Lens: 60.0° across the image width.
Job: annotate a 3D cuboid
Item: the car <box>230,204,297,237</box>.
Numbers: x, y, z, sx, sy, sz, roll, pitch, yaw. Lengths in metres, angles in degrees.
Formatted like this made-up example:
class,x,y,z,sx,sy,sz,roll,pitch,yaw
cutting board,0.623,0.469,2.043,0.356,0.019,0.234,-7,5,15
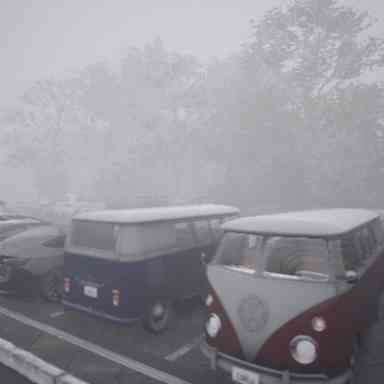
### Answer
class,x,y,z,sx,sy,sz,roll,pitch,yaw
car,4.334,1.556,19.519,2.163,1.488,4.792,0,0,35

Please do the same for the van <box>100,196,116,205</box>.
class,x,y,z,sx,sy,sz,roll,pitch,yaw
van,-4.635,1.279,26.078,1.878,1.987,4.442,0,0,35

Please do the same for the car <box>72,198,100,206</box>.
class,x,y,z,sx,sy,sz,roll,pitch,yaw
car,-6.856,1.491,27.743,1.946,1.575,5.366,0,0,35

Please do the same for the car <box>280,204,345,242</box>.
class,x,y,z,sx,sy,sz,roll,pitch,yaw
car,6.717,1.517,18.087,1.946,1.575,5.366,0,0,35

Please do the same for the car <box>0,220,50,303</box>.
class,x,y,z,sx,sy,sz,roll,pitch,yaw
car,-2.664,1.554,8.518,2.163,1.488,4.792,0,0,35

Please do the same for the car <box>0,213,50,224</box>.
class,x,y,z,sx,sy,sz,roll,pitch,yaw
car,-4.971,1.564,10.120,2.002,1.452,4.674,0,0,35

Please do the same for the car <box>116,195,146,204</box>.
class,x,y,z,sx,sy,sz,roll,pitch,yaw
car,-2.424,1.263,24.397,2.435,2.045,5.566,0,0,35

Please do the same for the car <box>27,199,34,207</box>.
class,x,y,z,sx,sy,sz,roll,pitch,yaw
car,-13.733,1.337,32.444,2.185,1.767,4.553,0,0,35

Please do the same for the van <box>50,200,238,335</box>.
class,x,y,z,sx,sy,sz,roll,pitch,yaw
van,-0.330,1.292,6.965,1.878,1.987,4.442,0,0,35

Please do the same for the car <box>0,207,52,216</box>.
class,x,y,z,sx,sy,sz,roll,pitch,yaw
car,-7.250,1.522,11.752,2.231,1.521,4.892,0,0,35

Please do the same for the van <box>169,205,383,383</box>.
class,x,y,z,sx,sy,sz,roll,pitch,yaw
van,1.818,1.285,5.151,1.878,1.987,4.442,0,0,35

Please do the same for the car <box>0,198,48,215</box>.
class,x,y,z,sx,sy,sz,roll,pitch,yaw
car,-18.381,1.439,35.485,1.946,1.575,5.366,0,0,35

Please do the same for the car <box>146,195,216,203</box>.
class,x,y,z,sx,sy,sz,roll,pitch,yaw
car,-0.194,1.269,22.741,2.435,2.045,5.566,0,0,35

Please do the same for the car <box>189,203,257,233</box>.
class,x,y,z,sx,sy,sz,roll,pitch,yaw
car,2.100,1.553,21.180,2.163,1.488,4.792,0,0,35

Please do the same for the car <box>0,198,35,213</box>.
class,x,y,z,sx,sy,sz,roll,pitch,yaw
car,-20.534,1.433,37.250,2.231,1.521,4.892,0,0,35

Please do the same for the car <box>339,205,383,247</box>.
class,x,y,z,sx,sy,sz,roll,pitch,yaw
car,8.870,1.513,16.323,2.097,1.535,5.008,0,0,35

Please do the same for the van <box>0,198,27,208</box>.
class,x,y,z,sx,sy,sz,roll,pitch,yaw
van,-9.474,1.291,13.469,1.878,1.987,4.442,0,0,35

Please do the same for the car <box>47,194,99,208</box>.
class,x,y,z,sx,sy,sz,roll,pitch,yaw
car,-9.209,1.232,29.224,2.435,2.045,5.566,0,0,35

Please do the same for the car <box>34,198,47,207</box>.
class,x,y,z,sx,sy,sz,roll,pitch,yaw
car,-11.505,1.503,30.786,2.163,1.488,4.792,0,0,35
